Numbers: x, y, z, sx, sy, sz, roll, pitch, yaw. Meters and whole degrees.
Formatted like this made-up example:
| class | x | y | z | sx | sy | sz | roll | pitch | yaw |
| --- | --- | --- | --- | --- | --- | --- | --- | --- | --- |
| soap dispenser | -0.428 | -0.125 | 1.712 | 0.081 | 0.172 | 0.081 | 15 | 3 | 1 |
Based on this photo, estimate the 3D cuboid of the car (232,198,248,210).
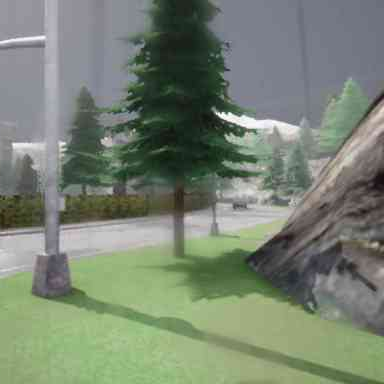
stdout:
| class | x | y | z | sx | sy | sz | roll | pitch | yaw |
| --- | --- | --- | --- | --- | --- | --- | --- | --- | --- |
| car | 6.602 | 1.595 | 45.332 | 1.837 | 1.490 | 4.892 | 0 | 0 | 11 |
